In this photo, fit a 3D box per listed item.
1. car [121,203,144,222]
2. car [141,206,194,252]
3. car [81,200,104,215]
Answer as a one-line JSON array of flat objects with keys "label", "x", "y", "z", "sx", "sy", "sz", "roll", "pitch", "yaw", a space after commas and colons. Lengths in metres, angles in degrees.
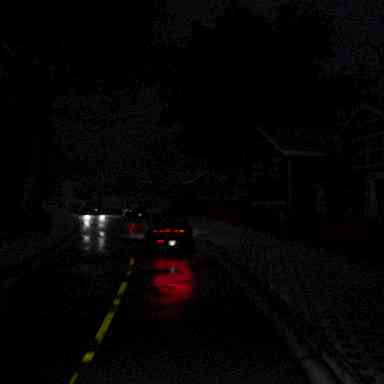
[{"label": "car", "x": -5.049, "y": 1.678, "z": 29.336, "sx": 1.812, "sy": 1.442, "sz": 4.674, "roll": 1, "pitch": 0, "yaw": -20}, {"label": "car", "x": -1.127, "y": 1.604, "z": 14.535, "sx": 1.837, "sy": 1.490, "sz": 4.892, "roll": 0, "pitch": 0, "yaw": -10}, {"label": "car", "x": -10.728, "y": 1.610, "z": 35.691, "sx": 1.837, "sy": 1.490, "sz": 4.892, "roll": 1, "pitch": -1, "yaw": -25}]
